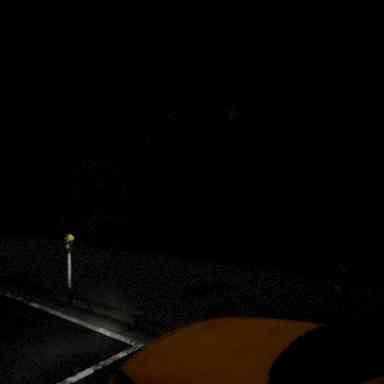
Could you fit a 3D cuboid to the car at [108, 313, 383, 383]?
[{"bbox_3d":[1.704,1.460,2.005,5.366,1.575,1.801,-1,-1,37],"label":"car"}]
